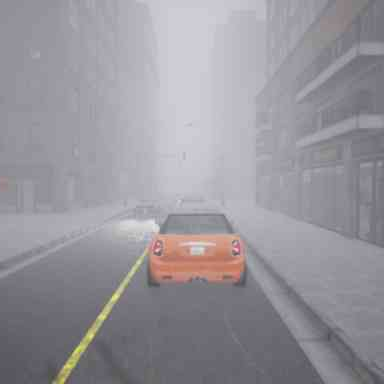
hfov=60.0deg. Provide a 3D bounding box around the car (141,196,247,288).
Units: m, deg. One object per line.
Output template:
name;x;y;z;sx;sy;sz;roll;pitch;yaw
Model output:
car;0.074;1.126;8.732;2.097;1.767;4.553;0;1;-1

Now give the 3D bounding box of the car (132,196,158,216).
car;-3.130;0.981;24.352;1.895;1.301;4.718;0;1;0

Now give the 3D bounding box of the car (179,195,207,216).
car;0.053;0.958;25.260;1.895;1.301;4.718;0;1;0
